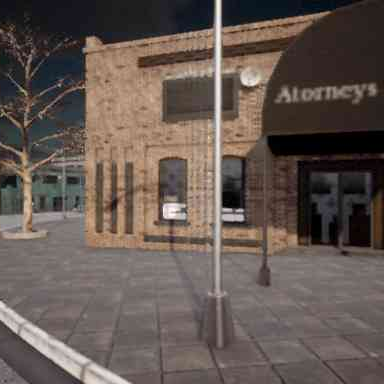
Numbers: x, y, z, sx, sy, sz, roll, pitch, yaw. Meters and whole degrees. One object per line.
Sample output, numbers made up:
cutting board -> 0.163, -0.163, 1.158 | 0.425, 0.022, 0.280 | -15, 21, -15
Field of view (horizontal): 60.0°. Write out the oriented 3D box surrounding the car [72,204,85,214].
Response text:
car -> -16.396, 2.566, 51.402 | 2.128, 1.511, 4.902 | 0, -1, 25
